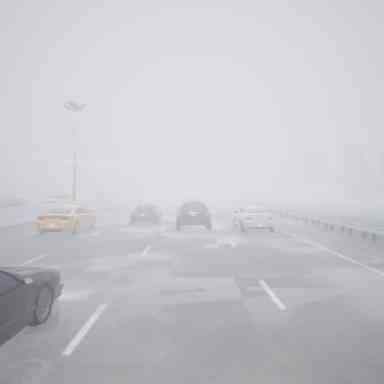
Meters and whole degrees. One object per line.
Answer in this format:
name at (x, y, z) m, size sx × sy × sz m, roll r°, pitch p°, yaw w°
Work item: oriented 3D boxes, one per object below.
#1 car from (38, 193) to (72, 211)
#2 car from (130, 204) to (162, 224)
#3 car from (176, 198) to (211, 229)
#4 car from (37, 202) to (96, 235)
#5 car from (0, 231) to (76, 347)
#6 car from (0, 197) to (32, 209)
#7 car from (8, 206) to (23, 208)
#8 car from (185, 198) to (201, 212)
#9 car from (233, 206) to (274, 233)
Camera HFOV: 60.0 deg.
car at (-17.587, 1.227, 43.131) m, size 2.150 × 2.045 × 5.566 m, roll 0°, pitch 0°, yaw 0°
car at (-3.401, 1.567, 25.100) m, size 1.994 × 1.385 × 4.181 m, roll 0°, pitch 0°, yaw 0°
car at (0.100, 1.355, 21.729) m, size 2.097 × 1.767 × 4.553 m, roll 0°, pitch 0°, yaw 0°
car at (-6.900, 1.480, 18.792) m, size 1.882 × 1.535 × 5.008 m, roll 0°, pitch 0°, yaw 0°
car at (-3.401, 1.548, 4.003) m, size 2.033 × 1.411 × 5.357 m, roll 0°, pitch 0°, yaw 0°
car at (-24.573, 1.483, 46.578) m, size 1.882 × 1.535 × 5.008 m, roll 0°, pitch 0°, yaw 0°
car at (-21.086, 1.355, 37.980) m, size 2.097 × 1.767 × 4.553 m, roll 0°, pitch 0°, yaw 0°
car at (0.099, 1.511, 40.677) m, size 1.837 × 1.490 × 4.892 m, roll 0°, pitch 0°, yaw 0°
car at (3.598, 1.529, 19.752) m, size 1.812 × 1.442 × 4.674 m, roll 0°, pitch 0°, yaw 0°
